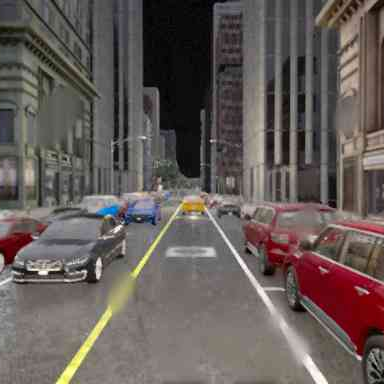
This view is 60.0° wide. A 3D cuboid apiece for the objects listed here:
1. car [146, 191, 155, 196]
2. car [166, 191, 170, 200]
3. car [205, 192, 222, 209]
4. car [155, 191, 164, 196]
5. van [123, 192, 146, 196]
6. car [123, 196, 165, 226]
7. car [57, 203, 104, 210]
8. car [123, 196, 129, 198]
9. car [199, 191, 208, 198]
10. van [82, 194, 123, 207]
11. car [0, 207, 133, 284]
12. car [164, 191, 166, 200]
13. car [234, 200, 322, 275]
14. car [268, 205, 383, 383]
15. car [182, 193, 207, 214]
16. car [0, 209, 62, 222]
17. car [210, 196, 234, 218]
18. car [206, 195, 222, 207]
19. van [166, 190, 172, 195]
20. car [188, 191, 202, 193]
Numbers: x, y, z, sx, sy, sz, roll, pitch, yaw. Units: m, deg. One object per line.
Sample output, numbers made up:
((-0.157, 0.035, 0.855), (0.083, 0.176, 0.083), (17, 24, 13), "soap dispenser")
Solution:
((-5.749, 0.930, 37.162), (2.192, 1.841, 5.009), (0, 1, 0), "car")
((-5.742, 0.941, 64.367), (1.802, 1.307, 4.206), (0, 0, 0), "car")
((2.776, 1.057, 37.166), (1.967, 1.590, 4.097), (0, 1, 0), "car")
((-5.745, 0.819, 48.043), (2.192, 1.841, 5.009), (0, 1, 0), "car")
((-5.751, 1.011, 31.721), (1.690, 1.788, 3.998), (0, 1, 0), "van")
((-3.079, 1.250, 21.773), (1.882, 1.535, 5.008), (0, 1, 0), "car")
((-5.757, 1.403, 15.400), (1.947, 1.339, 4.313), (0, 1, 0), "car")
((-5.753, 1.271, 26.282), (1.887, 1.381, 4.507), (0, 1, 0), "car")
((2.789, 0.669, 80.688), (1.967, 1.590, 4.097), (0, 0, 0), "car")
((-5.755, 1.123, 20.839), (1.690, 1.788, 3.998), (0, 1, 0), "van")
((-3.093, 1.405, 9.353), (1.837, 1.490, 4.892), (0, 1, 0), "car")
((-5.744, 0.891, 53.486), (1.967, 1.590, 4.097), (0, 1, 0), "car")
((2.767, 1.210, 9.962), (2.192, 1.841, 5.009), (0, 1, 0), "car")
((2.765, 1.267, 4.521), (2.192, 1.841, 5.009), (0, 1, 0), "car")
((0.111, 1.162, 30.427), (1.882, 1.535, 5.008), (0, 1, 0), "car")
((-5.759, 1.438, 9.958), (1.887, 1.381, 4.507), (0, 1, 0), "car")
((2.772, 1.278, 26.286), (2.008, 1.369, 4.403), (0, 1, 0), "car")
((2.778, 1.143, 42.608), (1.802, 1.307, 4.206), (0, 1, 0), "car")
((-5.740, 0.656, 69.806), (1.690, 1.788, 3.998), (0, 0, 0), "van")
((0.048, 1.027, 43.637), (1.882, 1.535, 5.008), (0, 1, 1), "car")
